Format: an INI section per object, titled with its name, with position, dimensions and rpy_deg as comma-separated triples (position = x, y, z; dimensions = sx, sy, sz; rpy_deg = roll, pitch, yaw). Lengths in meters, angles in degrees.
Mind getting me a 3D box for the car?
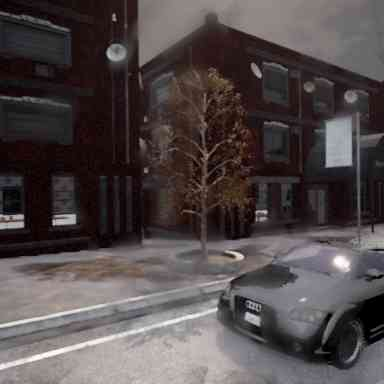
[car]
position = 2.459, 1.578, 5.770
dimensions = 4.181, 1.385, 1.994
rpy_deg = 0, 0, -36
